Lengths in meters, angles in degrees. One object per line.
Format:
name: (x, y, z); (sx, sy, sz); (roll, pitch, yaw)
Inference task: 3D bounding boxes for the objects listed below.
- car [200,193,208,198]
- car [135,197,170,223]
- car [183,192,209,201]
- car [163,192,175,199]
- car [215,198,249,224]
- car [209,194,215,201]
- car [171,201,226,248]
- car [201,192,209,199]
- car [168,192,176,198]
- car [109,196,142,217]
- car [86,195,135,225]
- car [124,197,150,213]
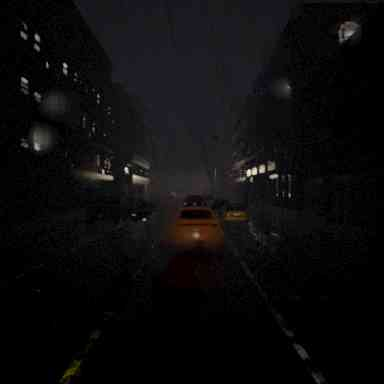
car: (3.078, 0.838, 84.632); (1.947, 1.339, 4.313); (0, 1, 0)
car: (-2.979, 1.343, 23.606); (2.033, 1.411, 5.357); (0, 0, 1)
car: (0.239, 1.085, 31.220); (2.097, 1.767, 4.553); (0, 0, 0)
car: (-5.354, 0.913, 73.402); (2.008, 1.369, 4.403); (0, 1, 0)
car: (2.791, 1.333, 22.806); (1.752, 1.417, 4.829); (0, 0, 0)
car: (2.842, 1.257, 33.908); (1.887, 1.381, 4.507); (0, 0, 0)
car: (0.161, 1.356, 14.178); (1.882, 1.535, 5.008); (0, 0, 0)
car: (3.054, 0.845, 79.165); (1.752, 1.417, 4.829); (0, 1, 0)
car: (-5.276, 0.759, 90.311); (1.887, 1.381, 4.507); (0, 1, 0)
car: (-5.564, 1.192, 28.313); (1.967, 1.590, 4.097); (0, 0, 0)
car: (-5.589, 1.116, 22.677); (2.192, 1.841, 5.009); (0, 0, 0)
car: (-5.538, 1.249, 33.952); (1.887, 1.381, 4.507); (0, 0, 0)
